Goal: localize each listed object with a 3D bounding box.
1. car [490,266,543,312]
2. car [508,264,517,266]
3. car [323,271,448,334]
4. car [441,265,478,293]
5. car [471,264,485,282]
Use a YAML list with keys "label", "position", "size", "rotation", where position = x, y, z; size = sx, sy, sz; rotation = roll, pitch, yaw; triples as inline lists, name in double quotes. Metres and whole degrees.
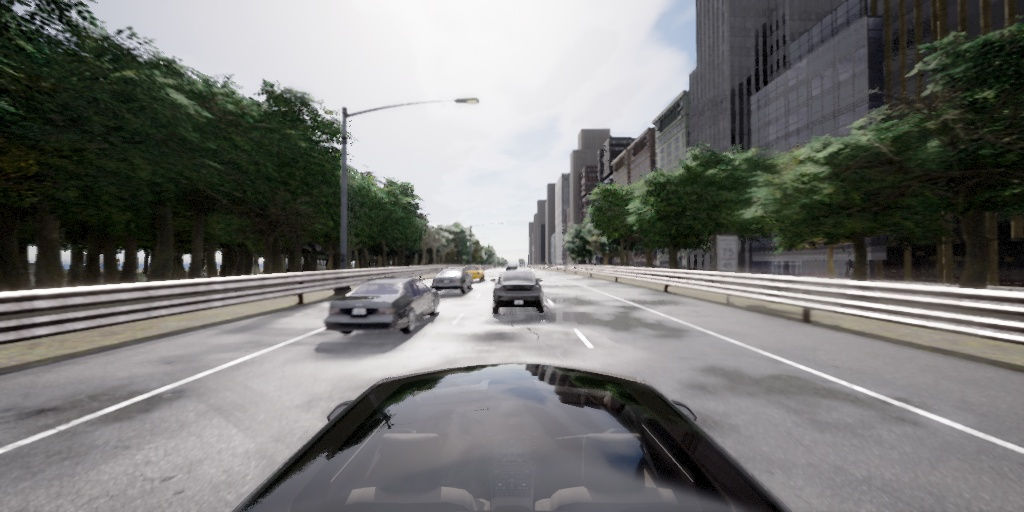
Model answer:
- label: "car"
  position: [0.182, 1.324, 14.519]
  size: [1.837, 1.490, 4.892]
  rotation: [0, 0, -1]
- label: "car"
  position: [0.051, 2.071, 60.716]
  size: [1.882, 1.535, 5.008]
  rotation: [0, -1, 0]
- label: "car"
  position: [-3.502, 1.336, 10.732]
  size: [2.033, 1.411, 5.357]
  rotation: [0, 0, 0]
- label: "car"
  position: [-3.504, 1.440, 21.736]
  size: [2.033, 1.411, 5.357]
  rotation: [0, -1, 0]
- label: "car"
  position: [-3.508, 1.500, 32.928]
  size: [1.801, 1.575, 5.366]
  rotation: [0, -1, 0]
